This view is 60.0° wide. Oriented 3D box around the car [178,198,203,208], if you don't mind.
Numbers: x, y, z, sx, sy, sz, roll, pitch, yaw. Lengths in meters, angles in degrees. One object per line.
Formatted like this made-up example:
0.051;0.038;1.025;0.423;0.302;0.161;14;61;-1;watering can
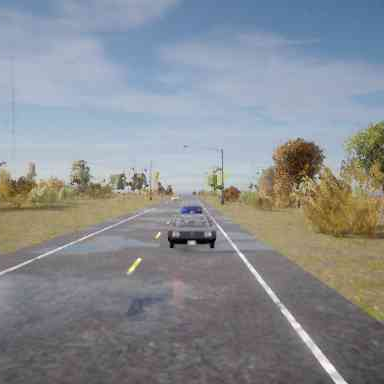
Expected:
0.000;1.494;29.651;1.882;1.535;5.008;0;0;0;car

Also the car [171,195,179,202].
-3.760;1.486;75.946;1.882;1.535;5.008;0;0;-3;car

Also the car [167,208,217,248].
0.000;1.618;14.681;1.895;1.301;4.718;0;0;0;car
